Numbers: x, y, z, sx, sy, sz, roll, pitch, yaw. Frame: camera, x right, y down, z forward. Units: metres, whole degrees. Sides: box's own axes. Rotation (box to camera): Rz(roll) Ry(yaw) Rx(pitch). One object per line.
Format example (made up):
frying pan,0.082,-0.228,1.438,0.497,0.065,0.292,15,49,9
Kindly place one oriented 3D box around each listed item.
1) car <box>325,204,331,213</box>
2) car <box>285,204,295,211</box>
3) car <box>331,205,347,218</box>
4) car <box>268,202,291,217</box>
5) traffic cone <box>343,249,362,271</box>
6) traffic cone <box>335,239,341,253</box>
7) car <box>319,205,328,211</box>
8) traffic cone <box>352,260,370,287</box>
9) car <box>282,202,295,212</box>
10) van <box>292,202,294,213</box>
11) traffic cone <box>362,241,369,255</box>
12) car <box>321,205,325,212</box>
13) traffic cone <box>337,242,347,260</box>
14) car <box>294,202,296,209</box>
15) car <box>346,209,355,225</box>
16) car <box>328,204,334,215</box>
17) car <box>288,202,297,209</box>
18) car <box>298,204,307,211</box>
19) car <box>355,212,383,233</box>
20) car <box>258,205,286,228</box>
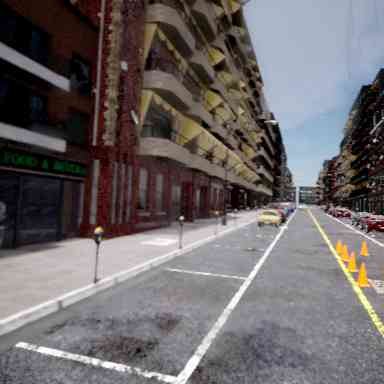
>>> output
car,24.517,3.158,56.914,1.967,1.590,4.097,4,0,18
car,22.271,3.438,75.203,1.947,1.339,4.313,4,0,18
car,21.022,2.974,46.420,1.887,1.381,4.507,4,0,18
car,8.362,2.043,33.225,2.192,1.841,5.009,4,0,18
traffic cone,5.300,2.297,10.994,0.340,0.580,0.340,2,-1,18
traffic cone,6.559,2.392,14.789,0.340,0.580,0.340,2,-1,18
car,34.913,4.196,88.415,1.802,1.307,4.206,3,-1,18
traffic cone,4.670,2.250,9.096,0.340,0.580,0.340,2,-1,18
car,18.806,2.893,64.708,2.192,1.841,5.009,4,0,18
van,13.582,2.486,48.967,1.690,1.788,3.998,4,0,18
traffic cone,7.507,2.429,14.473,0.340,0.580,0.340,2,-1,18
car,27.967,3.323,67.424,2.192,1.841,5.009,4,0,18
traffic cone,5.930,2.344,12.891,0.340,0.580,0.340,2,-1,18
car,17.065,2.748,59.461,2.192,1.841,5.009,4,0,18
car,15.798,2.563,30.678,2.008,1.369,4.403,4,0,18
car,22.762,3.117,51.667,1.887,1.381,4.507,4,0,18
car,27.507,3.645,90.945,2.192,1.841,5.009,4,0,18
car,25.904,3.596,78.066,1.812,1.442,4.674,2,-1,18
car,14.057,2.422,25.429,1.887,1.381,4.507,4,0,18
car,6.553,2.113,27.814,1.752,1.417,4.829,4,0,18
